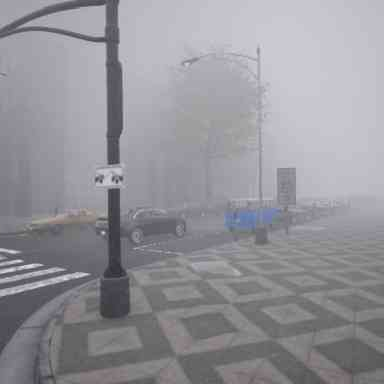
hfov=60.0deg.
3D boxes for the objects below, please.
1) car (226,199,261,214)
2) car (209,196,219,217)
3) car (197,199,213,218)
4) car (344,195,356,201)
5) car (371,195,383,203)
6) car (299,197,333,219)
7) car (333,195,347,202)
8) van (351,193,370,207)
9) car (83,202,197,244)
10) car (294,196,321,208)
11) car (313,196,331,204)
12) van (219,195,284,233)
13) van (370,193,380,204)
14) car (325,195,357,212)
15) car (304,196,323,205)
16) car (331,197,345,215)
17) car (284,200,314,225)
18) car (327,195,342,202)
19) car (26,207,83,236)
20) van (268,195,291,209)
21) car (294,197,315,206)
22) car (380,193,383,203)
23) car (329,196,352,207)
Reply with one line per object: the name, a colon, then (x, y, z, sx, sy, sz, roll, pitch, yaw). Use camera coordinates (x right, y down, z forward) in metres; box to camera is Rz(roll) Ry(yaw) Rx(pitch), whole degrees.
car: (5.678, 1.529, 36.157, 2.008, 1.369, 4.403, -1, 0, 36)
car: (2.585, 1.307, 31.865, 2.192, 1.841, 5.009, -1, 0, 36)
car: (-0.501, 1.552, 27.571, 1.887, 1.381, 4.507, -1, 0, 36)
car: (39.522, 1.403, 83.184, 2.008, 1.369, 4.403, -1, -1, 36)
car: (35.010, 1.305, 62.323, 1.947, 1.339, 4.313, -1, -1, 36)
car: (9.714, 1.386, 27.173, 1.887, 1.381, 4.507, -1, 0, 36)
car: (33.161, 1.417, 74.346, 1.887, 1.381, 4.507, -1, -1, 36)
van: (22.359, 1.128, 44.749, 1.690, 1.788, 3.998, -1, 0, 36)
car: (-2.170, 1.429, 15.395, 2.128, 1.511, 4.902, -1, -1, 36)
car: (15.958, 1.387, 45.718, 2.128, 1.511, 4.902, -1, -1, 36)
car: (24.214, 1.454, 61.914, 2.008, 1.369, 4.403, -1, -1, 36)
van: (3.387, 1.213, 18.387, 1.690, 1.788, 3.998, -1, 0, 36)
van: (28.683, 1.104, 53.537, 1.690, 1.788, 3.998, -1, -1, 36)
car: (16.038, 1.364, 35.960, 2.008, 1.369, 4.403, -1, 0, 36)
car: (21.025, 1.441, 57.483, 1.752, 1.417, 4.829, -1, -1, 36)
car: (12.876, 1.409, 31.567, 1.802, 1.307, 4.206, -1, 0, 36)
car: (6.552, 1.422, 22.779, 1.947, 1.339, 4.313, -1, 0, 36)
car: (29.981, 1.434, 69.927, 2.008, 1.369, 4.403, -1, -1, 36)
car: (-6.786, 1.564, 18.849, 1.752, 1.417, 4.829, -1, 0, 36)
van: (11.854, 1.293, 44.744, 1.690, 1.788, 3.998, -1, 0, 36)
car: (18.035, 1.493, 53.328, 1.947, 1.339, 4.313, -1, 0, 36)
car: (31.947, 1.276, 58.067, 1.752, 1.417, 4.829, -1, -1, 36)
car: (21.799, 1.377, 48.698, 2.033, 1.411, 5.357, -1, -1, 36)
